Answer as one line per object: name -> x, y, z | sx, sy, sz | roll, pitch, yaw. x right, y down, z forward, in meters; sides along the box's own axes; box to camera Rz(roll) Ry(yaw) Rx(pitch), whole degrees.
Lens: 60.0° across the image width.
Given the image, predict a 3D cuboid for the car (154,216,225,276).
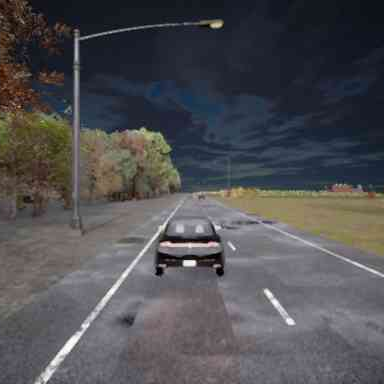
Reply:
car -> -0.069, 1.493, 10.377 | 2.128, 1.511, 4.902 | 0, 0, 0
